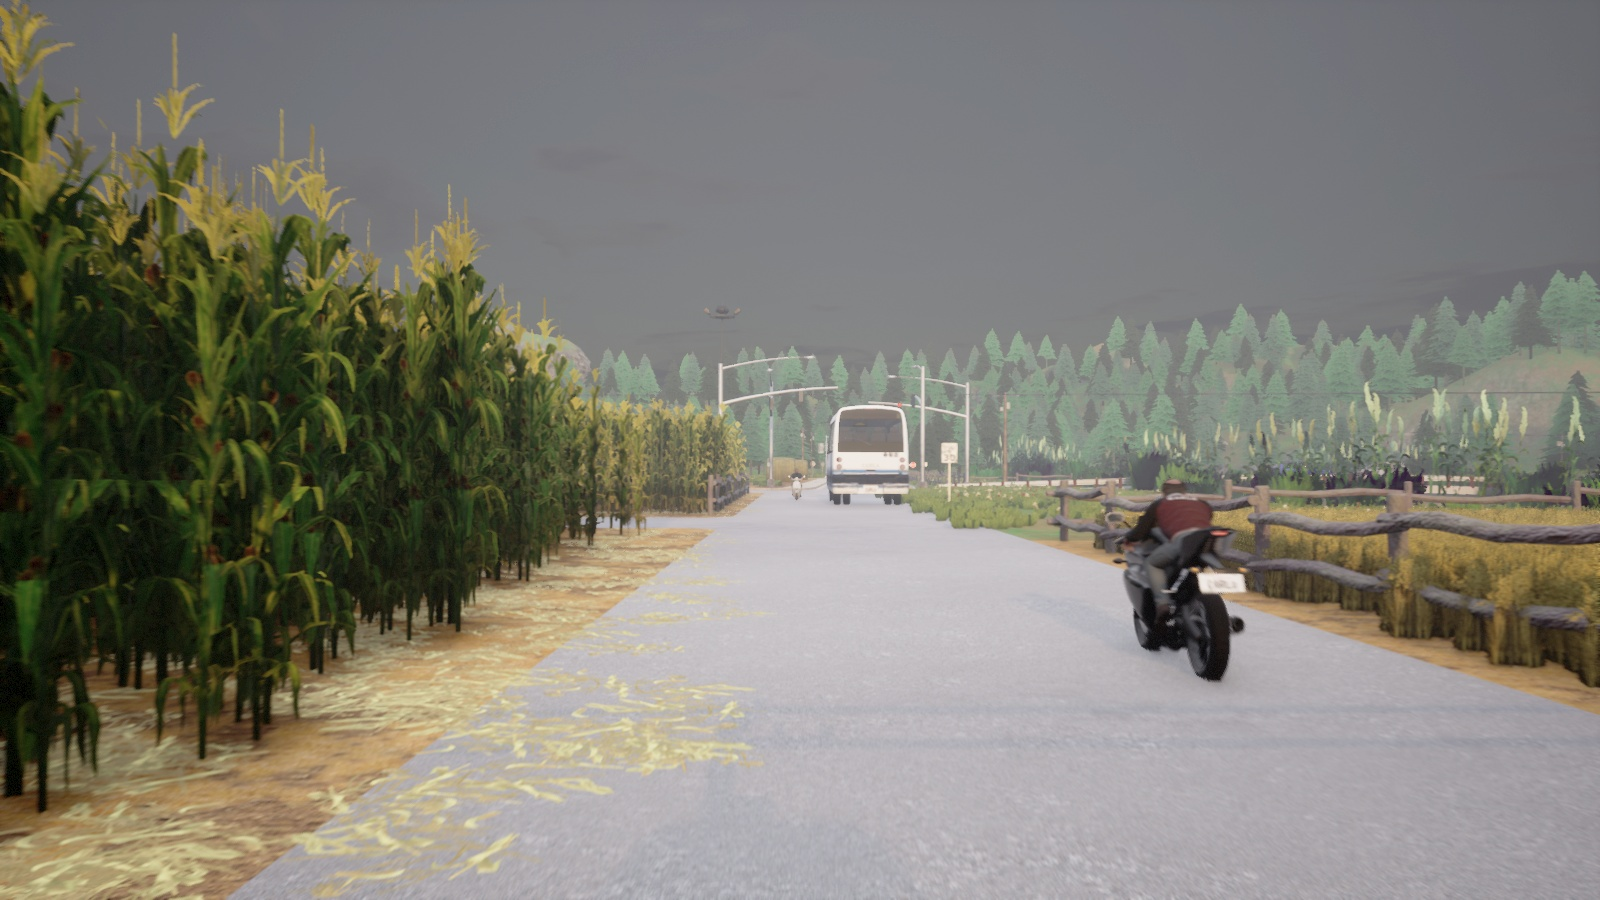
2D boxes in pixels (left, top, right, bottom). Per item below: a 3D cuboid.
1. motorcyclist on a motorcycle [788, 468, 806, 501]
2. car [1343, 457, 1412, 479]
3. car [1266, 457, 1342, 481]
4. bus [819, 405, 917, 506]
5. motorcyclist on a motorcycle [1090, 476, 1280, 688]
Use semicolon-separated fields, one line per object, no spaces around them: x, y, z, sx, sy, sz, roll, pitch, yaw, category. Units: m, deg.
-0.150;1.713;62.562;0.866;1.590;1.817;0;-1;0;motorcyclist on a motorcycle
38.825;1.198;84.525;3.806;1.475;1.970;0;-1;8;car
32.790;1.221;81.789;4.193;1.474;1.816;-1;-1;7;car
2.956;0.305;58.283;3.944;4.253;10.273;0;-1;0;bus
3.076;0.990;10.298;0.866;1.530;2.191;0;-1;0;motorcyclist on a motorcycle
